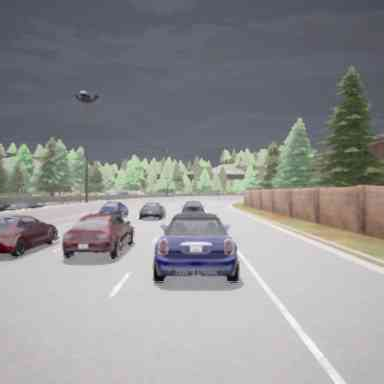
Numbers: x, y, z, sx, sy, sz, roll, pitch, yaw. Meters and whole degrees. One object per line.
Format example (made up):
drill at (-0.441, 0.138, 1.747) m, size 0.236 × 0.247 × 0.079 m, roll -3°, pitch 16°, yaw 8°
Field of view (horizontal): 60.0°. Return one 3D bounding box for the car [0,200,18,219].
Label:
car at (-17.598, 1.532, 29.171) m, size 2.128 × 1.511 × 4.902 m, roll 0°, pitch 0°, yaw 0°

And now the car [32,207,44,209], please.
car at (-14.103, 1.586, 27.847) m, size 2.033 × 1.411 × 5.357 m, roll 0°, pitch 0°, yaw 0°

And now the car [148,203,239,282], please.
car at (0.099, 1.366, 9.951) m, size 2.097 × 1.767 × 4.553 m, roll 0°, pitch 0°, yaw 0°

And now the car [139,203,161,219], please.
car at (-3.404, 1.605, 29.168) m, size 1.994 × 1.385 × 4.181 m, roll 0°, pitch 0°, yaw 0°

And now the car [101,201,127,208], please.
car at (-6.917, 1.567, 29.654) m, size 1.812 × 1.442 × 4.674 m, roll 0°, pitch 0°, yaw 0°

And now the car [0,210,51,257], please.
car at (-6.901, 1.582, 13.002) m, size 1.994 × 1.385 × 4.181 m, roll 0°, pitch 0°, yaw 0°

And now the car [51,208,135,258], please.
car at (-3.417, 1.543, 12.726) m, size 1.812 × 1.442 × 4.674 m, roll 0°, pitch 0°, yaw 0°

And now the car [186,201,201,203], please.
car at (0.096, 1.545, 28.690) m, size 1.837 × 1.490 × 4.892 m, roll 0°, pitch 0°, yaw 0°
